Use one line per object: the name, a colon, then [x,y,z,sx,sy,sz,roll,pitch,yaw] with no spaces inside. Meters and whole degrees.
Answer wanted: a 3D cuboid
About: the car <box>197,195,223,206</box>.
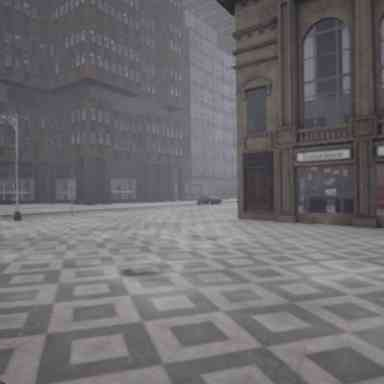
car: [2.696,1.211,48.807,1.882,1.535,5.008,-1,0,36]
